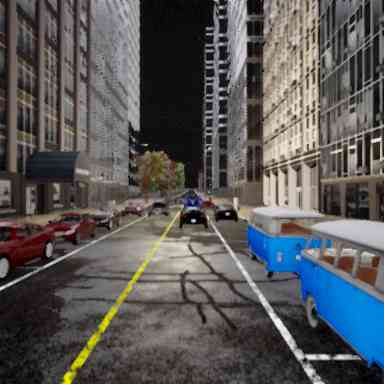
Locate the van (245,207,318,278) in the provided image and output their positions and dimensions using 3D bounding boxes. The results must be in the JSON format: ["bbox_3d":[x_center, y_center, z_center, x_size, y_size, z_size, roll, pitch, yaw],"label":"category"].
[{"bbox_3d":[2.684,1.384,10.043,1.690,1.788,3.998,0,0,0],"label":"van"}]

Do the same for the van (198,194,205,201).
[{"bbox_3d":[2.730,1.604,95.528,1.690,1.788,3.998,0,0,0],"label":"van"}]

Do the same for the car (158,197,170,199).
[{"bbox_3d":[-5.720,1.780,61.322,2.008,1.369,4.403,0,0,0],"label":"car"}]

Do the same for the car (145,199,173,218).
[{"bbox_3d":[-3.112,1.651,32.105,1.812,1.442,4.674,0,0,0],"label":"car"}]

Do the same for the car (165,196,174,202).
[{"bbox_3d":[-5.729,1.837,84.126,1.947,1.339,4.313,0,0,0],"label":"car"}]

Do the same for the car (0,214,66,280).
[{"bbox_3d":[-5.696,1.588,10.039,1.887,1.381,4.507,0,0,0],"label":"car"}]

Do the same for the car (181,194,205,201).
[{"bbox_3d":[0.083,1.375,41.056,2.150,2.045,5.566,0,-1,0],"label":"car"}]

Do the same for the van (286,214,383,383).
[{"bbox_3d":[2.687,1.361,4.343,1.690,1.788,3.998,0,0,0],"label":"van"}]

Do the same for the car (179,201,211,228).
[{"bbox_3d":[0.085,1.618,22.845,1.812,1.442,4.674,0,0,0],"label":"car"}]

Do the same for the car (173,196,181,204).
[{"bbox_3d":[-3.035,1.747,73.259,1.837,1.490,4.892,0,0,0],"label":"car"}]

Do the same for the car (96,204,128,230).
[{"bbox_3d":[-5.701,1.638,21.435,2.008,1.369,4.403,0,0,0],"label":"car"}]

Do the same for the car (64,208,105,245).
[{"bbox_3d":[-5.699,1.648,15.738,1.802,1.307,4.206,0,0,0],"label":"car"}]

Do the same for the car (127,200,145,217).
[{"bbox_3d":[-5.707,1.568,32.833,1.967,1.590,4.097,0,0,0],"label":"car"}]

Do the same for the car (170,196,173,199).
[{"bbox_3d":[-5.725,1.806,72.722,1.887,1.381,4.507,0,0,0],"label":"car"}]

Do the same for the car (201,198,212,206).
[{"bbox_3d":[2.661,1.811,61.324,1.802,1.307,4.206,0,0,0],"label":"car"}]

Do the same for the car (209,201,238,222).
[{"bbox_3d":[2.677,1.674,27.138,1.947,1.339,4.313,0,0,0],"label":"car"}]

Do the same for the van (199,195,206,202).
[{"bbox_3d":[2.654,1.612,84.131,1.690,1.788,3.998,0,0,0],"label":"van"}]

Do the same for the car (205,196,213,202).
[{"bbox_3d":[2.663,1.754,55.627,1.887,1.381,4.507,0,0,0],"label":"car"}]
